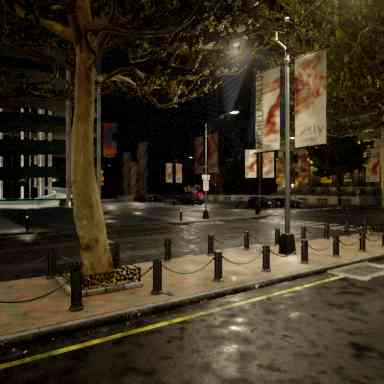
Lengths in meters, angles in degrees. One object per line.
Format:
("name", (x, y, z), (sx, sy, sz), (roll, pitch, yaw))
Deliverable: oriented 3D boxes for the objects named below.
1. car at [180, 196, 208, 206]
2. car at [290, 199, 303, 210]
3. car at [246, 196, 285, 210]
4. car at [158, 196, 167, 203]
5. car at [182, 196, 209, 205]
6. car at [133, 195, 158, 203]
("car", (-0.100, 1.477, 55.402), (1.882, 1.535, 5.008), (0, 0, -36))
("car", (12.307, 1.506, 43.962), (1.837, 1.490, 4.892), (0, 0, -35))
("car", (9.077, 1.351, 42.466), (2.097, 1.767, 4.553), (0, 0, -35))
("car", (-7.246, 1.524, 69.561), (4.674, 1.442, 1.812), (0, 0, 41))
("car", (0.571, 1.547, 60.479), (2.033, 1.411, 5.357), (0, 0, -36))
("car", (-9.770, 1.352, 66.938), (4.553, 1.767, 2.097), (0, 0, 41))
